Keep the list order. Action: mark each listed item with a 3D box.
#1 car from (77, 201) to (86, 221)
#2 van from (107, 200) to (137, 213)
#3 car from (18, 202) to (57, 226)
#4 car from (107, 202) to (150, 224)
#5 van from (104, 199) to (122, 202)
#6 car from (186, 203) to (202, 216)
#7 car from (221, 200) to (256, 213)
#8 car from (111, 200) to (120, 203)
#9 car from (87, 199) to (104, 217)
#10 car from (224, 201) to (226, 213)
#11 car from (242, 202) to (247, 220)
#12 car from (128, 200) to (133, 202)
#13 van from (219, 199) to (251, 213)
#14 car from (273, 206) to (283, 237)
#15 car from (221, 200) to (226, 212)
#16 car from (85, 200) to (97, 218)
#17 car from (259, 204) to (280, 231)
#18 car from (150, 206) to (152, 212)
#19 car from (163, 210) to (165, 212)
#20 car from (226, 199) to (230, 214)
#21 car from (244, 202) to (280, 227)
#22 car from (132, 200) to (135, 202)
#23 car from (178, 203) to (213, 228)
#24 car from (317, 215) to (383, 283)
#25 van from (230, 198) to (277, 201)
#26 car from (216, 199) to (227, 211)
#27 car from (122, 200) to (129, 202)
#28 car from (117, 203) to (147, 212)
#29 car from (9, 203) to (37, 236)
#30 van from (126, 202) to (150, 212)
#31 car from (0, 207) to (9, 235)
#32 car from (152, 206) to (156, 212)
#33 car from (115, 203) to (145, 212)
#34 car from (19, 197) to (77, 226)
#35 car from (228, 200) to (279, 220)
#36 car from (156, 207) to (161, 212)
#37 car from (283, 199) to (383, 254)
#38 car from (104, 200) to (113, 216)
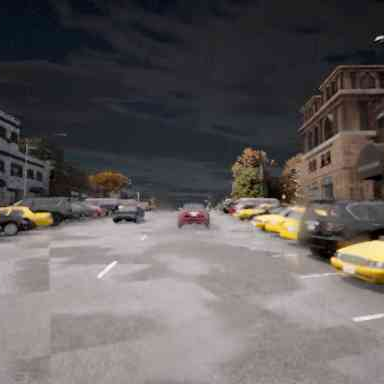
[{"bbox_3d":[-11.357,1.722,26.745,4.892,1.521,2.231,-1,-1,-20],"label":"car"},{"bbox_3d":[-11.232,2.233,53.105,4.442,1.987,1.878,0,-2,-19],"label":"van"},{"bbox_3d":[-11.564,1.625,20.820,5.366,1.575,1.946,-1,0,-20],"label":"car"},{"bbox_3d":[-5.040,1.801,27.234,2.033,1.411,5.357,0,-1,0],"label":"car"},{"bbox_3d":[-11.362,1.839,41.380,4.442,1.987,1.878,0,-1,-19],"label":"van"},{"bbox_3d":[0.271,2.102,41.358,1.812,1.442,4.674,0,-2,1],"label":"car"},{"bbox_3d":[6.663,2.133,47.708,4.553,1.767,2.185,1,-2,-19],"label":"car"},{"bbox_3d":[-11.283,1.983,38.480,5.008,1.535,2.097,0,-2,-19],"label":"car"},{"bbox_3d":[-11.295,1.715,32.623,4.553,1.767,2.185,0,-1,-20],"label":"car"},{"bbox_3d":[6.534,2.035,38.719,4.674,1.452,2.002,1,-2,-19],"label":"car"},{"bbox_3d":[6.409,1.713,23.745,4.792,1.488,2.163,1,-1,-20],"label":"car"},{"bbox_3d":[-11.193,2.282,47.284,4.674,1.452,2.002,0,-2,-19],"label":"car"},{"bbox_3d":[6.555,2.133,50.653,4.442,1.987,1.878,1,-3,-19],"label":"van"},{"bbox_3d":[6.579,1.571,14.846,5.366,1.575,1.946,1,-1,-20],"label":"car"},{"bbox_3d":[6.595,2.107,41.723,4.792,1.488,2.163,1,-2,-19],"label":"car"},{"bbox_3d":[-11.339,1.781,29.683,4.892,1.521,2.231,0,-1,-20],"label":"car"},{"bbox_3d":[6.586,1.603,17.838,5.366,1.575,1.946,1,-1,-20],"label":"car"},{"bbox_3d":[-10.955,3.127,64.821,4.892,1.521,2.231,0,-4,-19],"label":"car"},{"bbox_3d":[-10.664,5.277,88.110,5.366,1.575,1.946,1,-6,-19],"label":"car"},{"bbox_3d":[6.484,1.795,35.724,4.553,1.767,2.185,1,-2,-19],"label":"car"},{"bbox_3d":[6.250,1.633,20.704,5.366,1.575,1.946,1,-1,-20],"label":"car"},{"bbox_3d":[-11.128,2.371,50.216,4.792,1.488,2.163,0,-2,-19],"label":"car"},{"bbox_3d":[0.143,1.542,23.785,2.097,1.767,4.553,0,-1,0],"label":"car"},{"bbox_3d":[6.219,1.522,8.735,5.366,1.575,1.946,1,0,-20],"label":"car"},{"bbox_3d":[6.385,1.623,32.696,4.442,1.987,1.878,1,-1,-19],"label":"van"},{"bbox_3d":[6.579,1.913,44.693,5.566,2.045,2.435,1,-2,-19],"label":"car"},{"bbox_3d":[-11.224,2.190,44.346,4.674,1.452,2.002,0,-2,-19],"label":"car"},{"bbox_3d":[-11.167,2.924,61.837,5.366,1.575,1.946,0,-4,-19],"label":"car"},{"bbox_3d":[-11.407,1.590,17.947,5.008,1.535,2.097,-1,-1,-20],"label":"car"},{"bbox_3d":[-11.011,3.116,67.714,4.442,1.987,1.878,1,-4,-19],"label":"van"},{"bbox_3d":[-11.402,1.556,15.015,5.008,1.535,2.097,-1,0,-20],"label":"car"},{"bbox_3d":[-10.838,3.579,70.647,4.892,1.521,2.231,1,-4,-19],"label":"car"},{"bbox_3d":[-11.044,2.752,58.984,4.892,1.521,2.231,0,-3,-19],"label":"car"},{"bbox_3d":[-11.407,1.422,23.804,5.566,2.045,2.435,-1,-1,-20],"label":"car"},{"bbox_3d":[6.297,1.784,29.676,5.366,1.575,1.946,1,-1,-20],"label":"car"},{"bbox_3d":[-10.715,3.864,76.524,5.566,2.045,2.435,1,-6,-19],"label":"car"},{"bbox_3d":[6.425,1.295,11.805,5.566,2.045,2.435,1,-1,-20],"label":"car"},{"bbox_3d":[-11.275,1.940,35.562,4.792,1.488,2.163,0,-2,-20],"label":"car"}]
